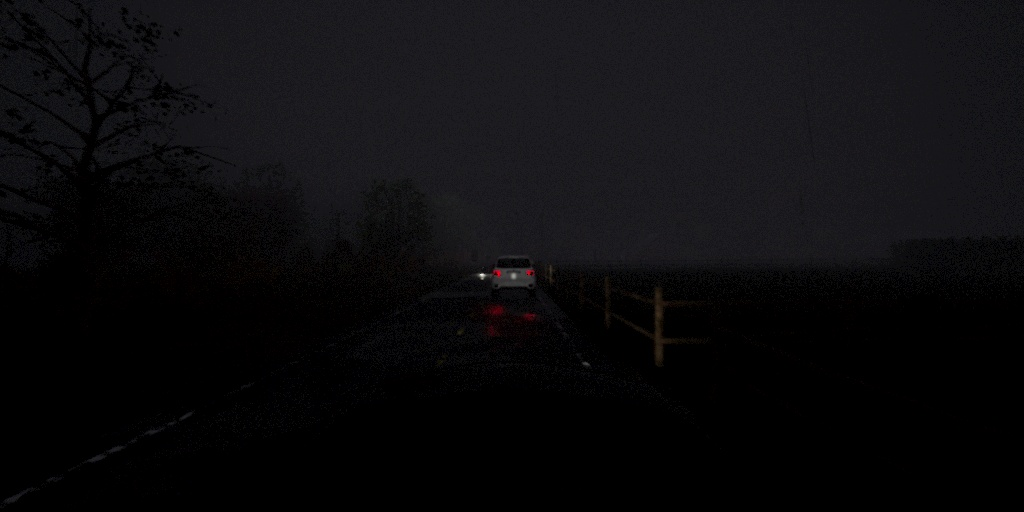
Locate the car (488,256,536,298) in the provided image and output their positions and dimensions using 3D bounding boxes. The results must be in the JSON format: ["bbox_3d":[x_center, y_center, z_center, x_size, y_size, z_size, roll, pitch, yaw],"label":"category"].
[{"bbox_3d":[0.081,1.030,19.266,2.150,2.045,5.566,0,-1,0],"label":"car"}]

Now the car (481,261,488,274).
[{"bbox_3d":[-2.788,1.366,44.870,1.882,1.535,5.008,0,0,0],"label":"car"}]
